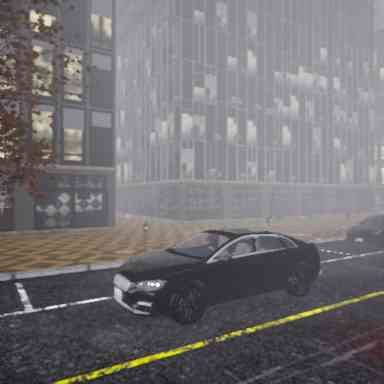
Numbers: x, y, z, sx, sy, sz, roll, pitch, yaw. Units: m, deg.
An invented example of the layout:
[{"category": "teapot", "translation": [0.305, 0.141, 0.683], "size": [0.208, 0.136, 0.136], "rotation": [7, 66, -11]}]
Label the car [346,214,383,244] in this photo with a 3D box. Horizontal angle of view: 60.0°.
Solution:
[{"category": "car", "translation": [9.097, 1.715, 15.568], "size": [4.313, 1.339, 1.947], "rotation": [0, -1, -32]}]

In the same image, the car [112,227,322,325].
[{"category": "car", "translation": [0.748, 1.575, 7.316], "size": [4.902, 1.511, 2.128], "rotation": [0, -1, -32]}]

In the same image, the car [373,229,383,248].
[{"category": "car", "translation": [6.155, 1.540, 6.915], "size": [5.008, 1.535, 1.882], "rotation": [0, -1, -32]}]
